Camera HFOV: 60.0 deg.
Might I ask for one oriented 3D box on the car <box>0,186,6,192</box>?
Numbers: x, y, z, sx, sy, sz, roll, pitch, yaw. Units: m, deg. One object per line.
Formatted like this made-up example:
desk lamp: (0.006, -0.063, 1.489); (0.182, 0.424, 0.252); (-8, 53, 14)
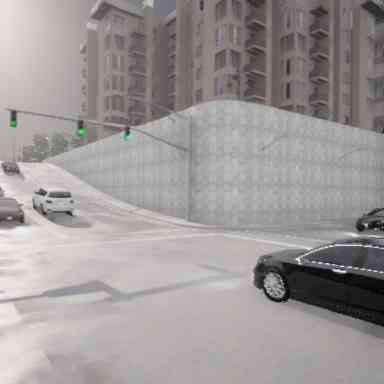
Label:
car: (-17.825, -0.049, 29.604); (2.033, 1.411, 5.357); (1, 9, -36)

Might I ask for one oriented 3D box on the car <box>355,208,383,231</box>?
car: (12.501, 1.802, 21.515); (4.892, 1.490, 1.837); (1, -1, -36)

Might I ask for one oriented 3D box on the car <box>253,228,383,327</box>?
car: (3.323, 1.614, 6.310); (1.837, 1.490, 4.892); (1, -1, -36)

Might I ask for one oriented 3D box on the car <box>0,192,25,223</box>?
car: (-12.251, 1.117, 21.803); (1.812, 1.442, 4.674); (1, 4, -36)

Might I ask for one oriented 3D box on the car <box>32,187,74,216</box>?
car: (-11.039, 0.614, 26.317); (2.150, 2.045, 5.566); (1, 6, -36)

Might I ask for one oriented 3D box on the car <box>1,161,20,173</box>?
car: (-24.974, -3.570, 45.802); (2.033, 1.411, 5.357); (1, 12, -36)
